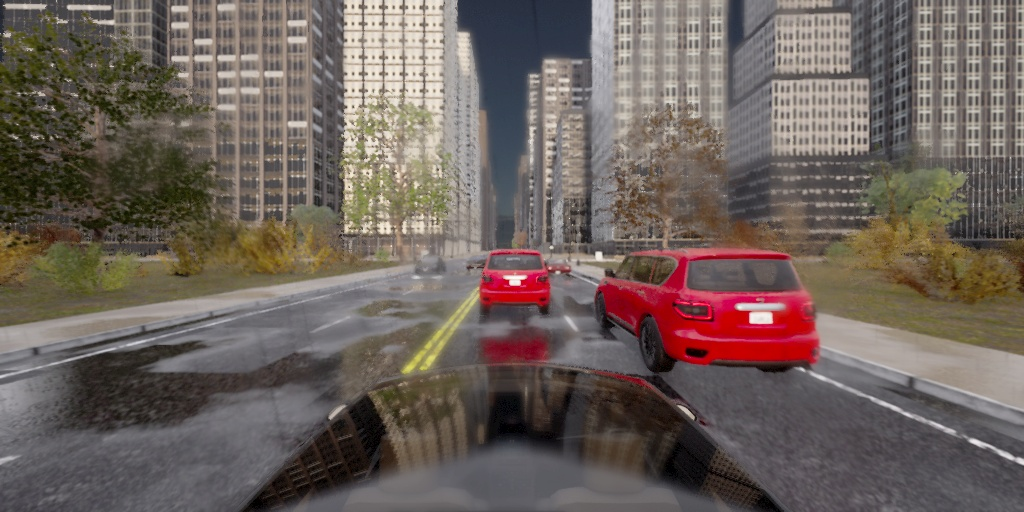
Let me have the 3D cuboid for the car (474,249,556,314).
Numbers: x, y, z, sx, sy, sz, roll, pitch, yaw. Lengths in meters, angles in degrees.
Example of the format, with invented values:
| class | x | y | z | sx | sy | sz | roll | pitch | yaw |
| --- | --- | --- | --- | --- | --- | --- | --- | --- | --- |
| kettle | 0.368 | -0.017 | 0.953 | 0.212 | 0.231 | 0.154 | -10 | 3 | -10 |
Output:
| class | x | y | z | sx | sy | sz | roll | pitch | yaw |
| --- | --- | --- | --- | --- | --- | --- | --- | --- | --- |
| car | 0.098 | 0.768 | 12.733 | 2.150 | 2.045 | 5.566 | 0 | 1 | 0 |

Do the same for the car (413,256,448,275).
| class | x | y | z | sx | sy | sz | roll | pitch | yaw |
| --- | --- | --- | --- | --- | --- | --- | --- | --- | --- |
| car | -6.589 | 0.748 | 29.522 | 1.812 | 1.442 | 4.674 | 0 | 1 | 0 |

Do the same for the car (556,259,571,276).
| class | x | y | z | sx | sy | sz | roll | pitch | yaw |
| --- | --- | --- | --- | --- | --- | --- | --- | --- | --- |
| car | 3.347 | 0.852 | 27.986 | 1.895 | 1.301 | 4.718 | 0 | 1 | 0 |

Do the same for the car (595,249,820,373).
| class | x | y | z | sx | sy | sz | roll | pitch | yaw |
| --- | --- | --- | --- | --- | --- | --- | --- | --- | --- |
| car | 3.323 | 0.865 | 7.447 | 2.150 | 2.045 | 5.566 | 0 | 1 | 0 |

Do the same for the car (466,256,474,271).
| class | x | y | z | sx | sy | sz | roll | pitch | yaw |
| --- | --- | --- | --- | --- | --- | --- | --- | --- | --- |
| car | -3.329 | 0.657 | 35.303 | 2.033 | 1.411 | 5.357 | 0 | 1 | 0 |
